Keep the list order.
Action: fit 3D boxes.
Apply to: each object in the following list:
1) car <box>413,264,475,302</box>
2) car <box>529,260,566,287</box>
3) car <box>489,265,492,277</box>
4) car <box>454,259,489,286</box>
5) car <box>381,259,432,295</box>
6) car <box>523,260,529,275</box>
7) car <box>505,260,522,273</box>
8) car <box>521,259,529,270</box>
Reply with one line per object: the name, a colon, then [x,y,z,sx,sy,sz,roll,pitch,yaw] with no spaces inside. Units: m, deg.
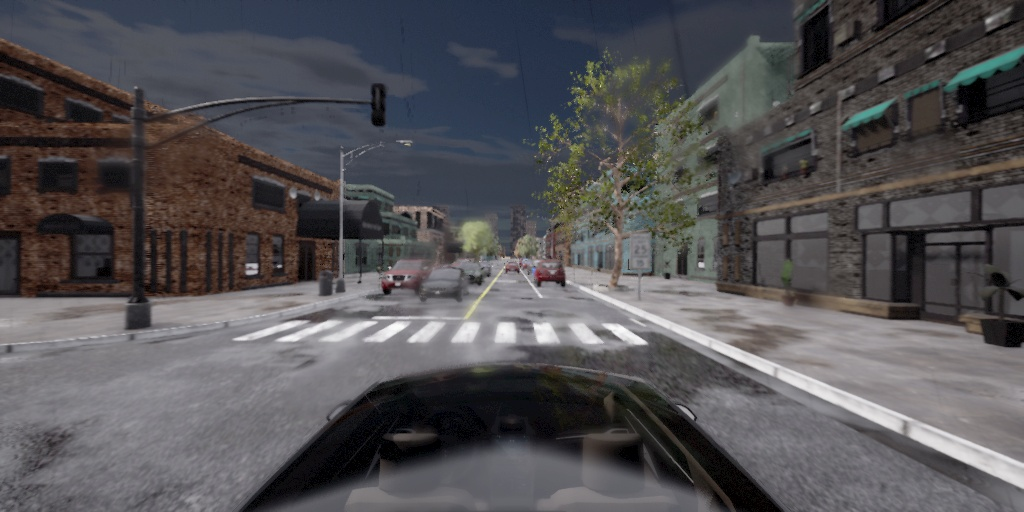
car: [-3.111,1.303,17.410,1.837,1.490,4.892,1,0,0]
car: [2.666,1.212,25.998,2.192,1.841,5.009,0,0,0]
car: [-3.126,1.402,37.408,2.128,1.511,4.902,1,0,0]
car: [-3.120,1.201,26.408,2.097,1.767,4.553,1,0,0]
car: [-5.707,1.107,20.444,2.192,1.841,5.009,0,0,0]
car: [2.644,1.540,42.630,2.007,1.370,4.403,0,0,0]
car: [0.052,1.520,47.487,1.812,1.442,4.674,1,0,0]
car: [2.622,1.521,59.262,1.967,1.591,4.097,0,0,0]
